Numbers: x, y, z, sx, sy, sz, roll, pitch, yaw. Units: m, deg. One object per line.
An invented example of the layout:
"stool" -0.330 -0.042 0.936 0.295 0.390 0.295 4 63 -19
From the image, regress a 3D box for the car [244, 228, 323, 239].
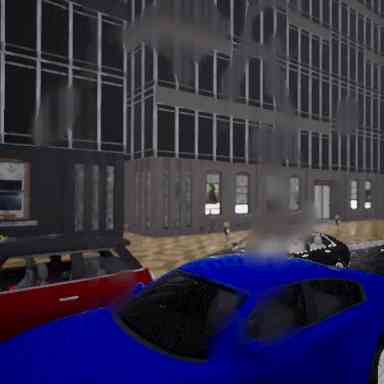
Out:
"car" 2.098 1.594 8.052 4.403 1.369 2.008 0 0 -35

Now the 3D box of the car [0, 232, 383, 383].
"car" 0.469 1.494 3.588 5.008 1.535 1.882 0 0 -35

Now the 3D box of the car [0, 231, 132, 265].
"car" -2.538 1.445 4.750 4.097 1.590 1.967 0 0 -35
